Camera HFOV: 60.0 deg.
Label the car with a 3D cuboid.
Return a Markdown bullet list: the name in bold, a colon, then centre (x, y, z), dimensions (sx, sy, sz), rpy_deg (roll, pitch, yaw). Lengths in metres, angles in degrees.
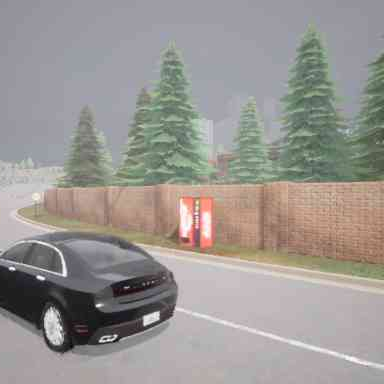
- **car**: centre (-2.427, 1.507, 6.238), dimensions (4.892, 1.490, 1.837), rpy_deg (1, 1, 40)

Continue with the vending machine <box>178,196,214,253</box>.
- **vending machine**: centre (0.155, 1.195, 13.036), dimensions (0.880, 2.100, 1.100), rpy_deg (0, 0, 42)
